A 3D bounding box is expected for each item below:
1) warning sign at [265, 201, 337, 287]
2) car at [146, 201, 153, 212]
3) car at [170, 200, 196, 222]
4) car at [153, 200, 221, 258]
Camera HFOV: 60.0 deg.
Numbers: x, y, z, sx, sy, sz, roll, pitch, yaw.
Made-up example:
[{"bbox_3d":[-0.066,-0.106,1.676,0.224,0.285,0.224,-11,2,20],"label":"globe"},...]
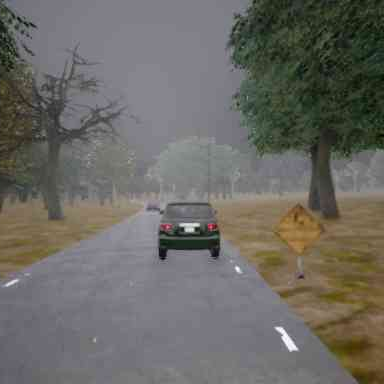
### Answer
[{"bbox_3d":[2.554,1.174,7.952,1.300,1.860,1.060,-1,-2,-1],"label":"warning sign"},{"bbox_3d":[-5.290,1.932,45.594,2.033,1.411,5.357,0,-1,-5],"label":"car"},{"bbox_3d":[-0.859,1.579,29.219,2.097,1.767,4.553,0,-1,-3],"label":"car"},{"bbox_3d":[-0.141,1.318,13.301,2.150,2.045,5.566,0,-1,-1],"label":"car"}]
